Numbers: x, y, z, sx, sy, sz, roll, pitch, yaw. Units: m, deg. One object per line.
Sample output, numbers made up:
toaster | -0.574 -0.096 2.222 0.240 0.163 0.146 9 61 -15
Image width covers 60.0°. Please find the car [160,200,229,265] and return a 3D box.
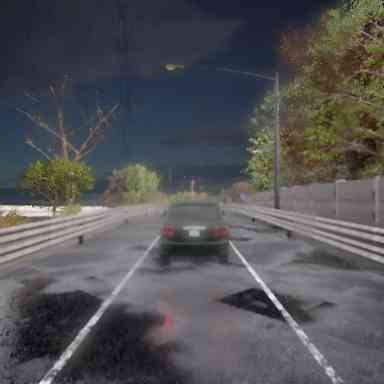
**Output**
car | 0.085 1.300 12.167 2.150 2.045 5.566 0 -1 0

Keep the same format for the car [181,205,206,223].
car | 0.126 1.839 29.092 1.994 1.385 4.181 0 -1 0
